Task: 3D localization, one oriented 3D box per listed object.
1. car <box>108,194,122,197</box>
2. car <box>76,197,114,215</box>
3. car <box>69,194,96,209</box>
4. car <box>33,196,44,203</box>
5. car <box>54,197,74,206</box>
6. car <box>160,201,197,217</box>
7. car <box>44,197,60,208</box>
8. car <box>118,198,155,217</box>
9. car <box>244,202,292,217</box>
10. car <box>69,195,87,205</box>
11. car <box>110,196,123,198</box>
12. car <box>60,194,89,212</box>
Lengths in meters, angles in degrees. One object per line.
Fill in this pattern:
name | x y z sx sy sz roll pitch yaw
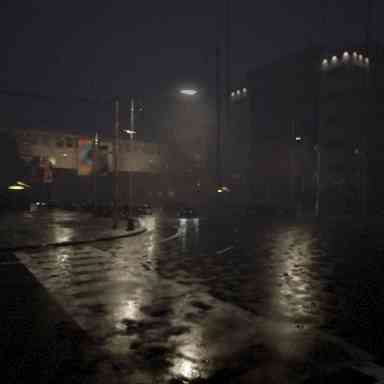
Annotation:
car | -16.922 1.478 73.129 2.435 2.045 5.566 1 0 -35
car | -9.858 1.578 34.289 2.097 1.535 5.008 1 0 -35
car | -15.824 1.338 47.650 2.150 2.045 5.566 1 0 -35
car | -33.774 1.618 73.516 2.128 1.511 4.902 1 0 -35
car | -21.691 1.587 56.216 1.882 1.535 5.008 1 -1 -35
car | -1.435 1.678 33.267 1.837 1.490 4.892 1 -1 -35
car | -19.845 1.564 48.293 2.231 1.521 4.892 1 0 -25
car | -5.474 1.624 33.101 2.128 1.511 4.902 1 0 -35
car | 8.042 1.820 35.354 4.892 1.490 1.837 -1 -2 24
car | -21.238 1.495 61.708 2.097 1.767 4.553 1 0 -34
car | -9.255 1.686 44.399 1.812 1.442 4.674 1 0 -35
car | -13.670 1.445 39.463 2.185 1.767 4.553 1 0 -35
